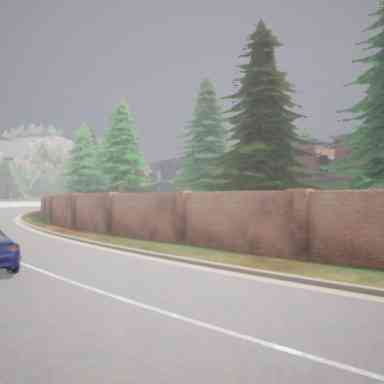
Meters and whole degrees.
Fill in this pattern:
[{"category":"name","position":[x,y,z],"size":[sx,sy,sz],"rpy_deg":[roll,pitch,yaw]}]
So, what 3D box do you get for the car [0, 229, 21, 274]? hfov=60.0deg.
[{"category":"car","position":[-6.825,1.700,10.244],"size":[4.674,1.442,1.812],"rpy_deg":[-1,-1,44]}]
